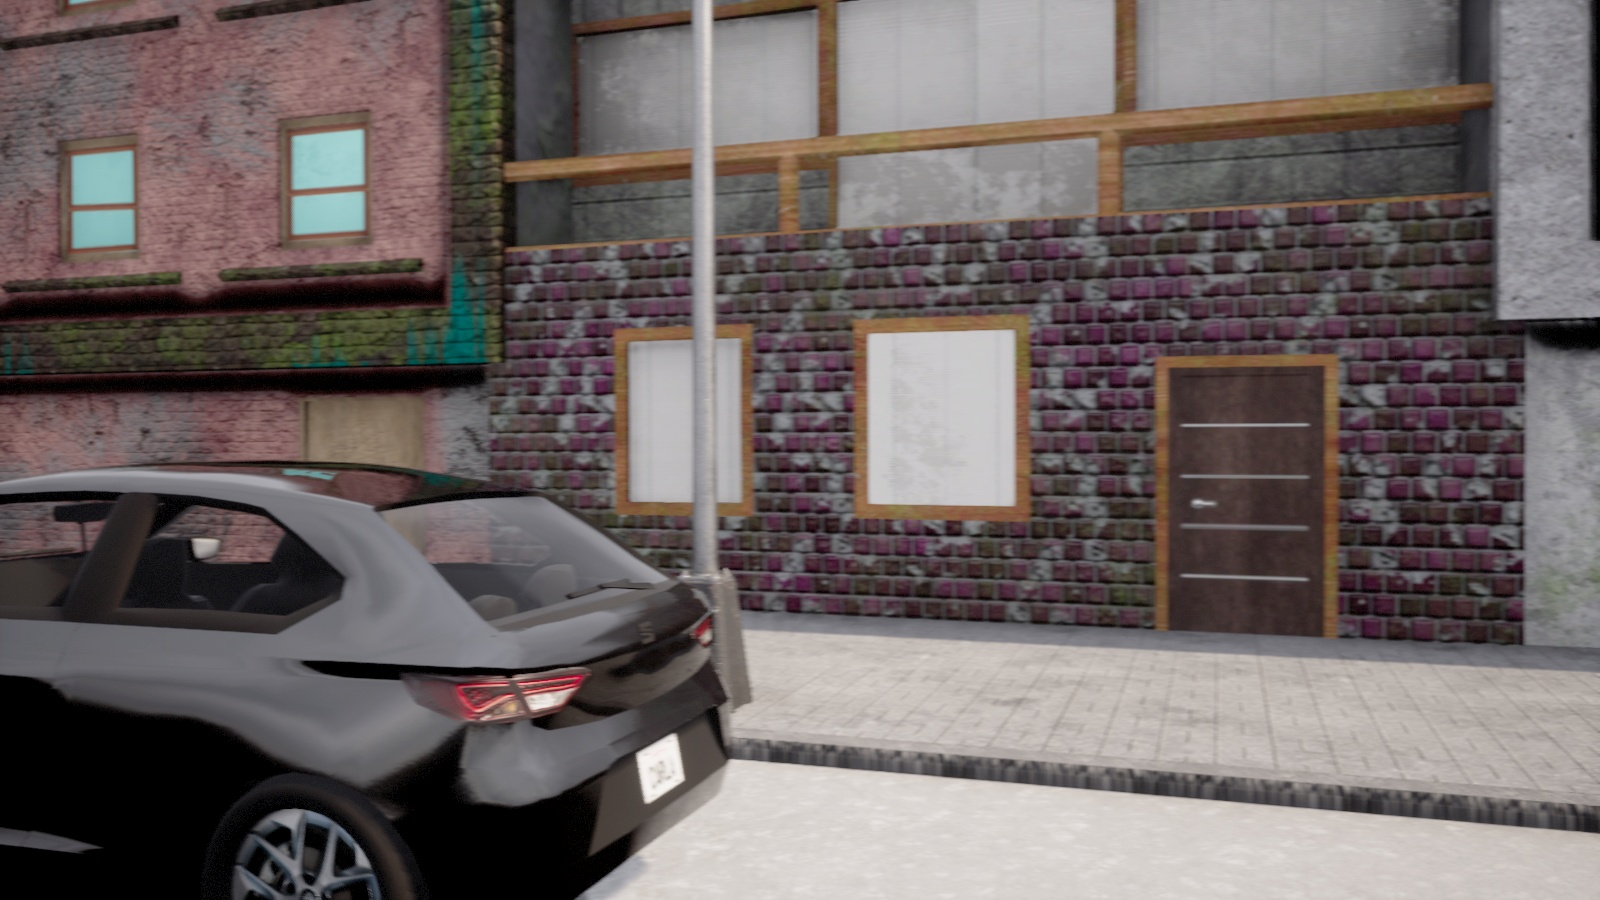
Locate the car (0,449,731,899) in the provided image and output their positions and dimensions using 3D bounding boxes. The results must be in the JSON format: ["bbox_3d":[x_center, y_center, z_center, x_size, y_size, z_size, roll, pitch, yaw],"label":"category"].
[{"bbox_3d":[-2.540,0.757,4.574,4.193,1.474,1.816,1,1,19],"label":"car"}]
